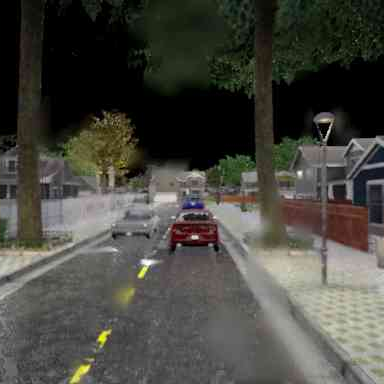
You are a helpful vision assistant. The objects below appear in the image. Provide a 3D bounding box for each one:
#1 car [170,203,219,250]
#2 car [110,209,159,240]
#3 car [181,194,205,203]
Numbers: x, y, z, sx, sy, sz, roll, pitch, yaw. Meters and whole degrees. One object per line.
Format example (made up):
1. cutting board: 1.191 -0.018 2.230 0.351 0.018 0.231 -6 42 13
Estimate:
1. car: 0.104 1.477 14.460 1.882 1.535 5.008 0 0 0
2. car: -2.847 1.600 17.314 1.895 1.301 4.718 0 0 0
3. car: 0.108 1.215 33.474 2.150 2.045 5.566 0 0 0
